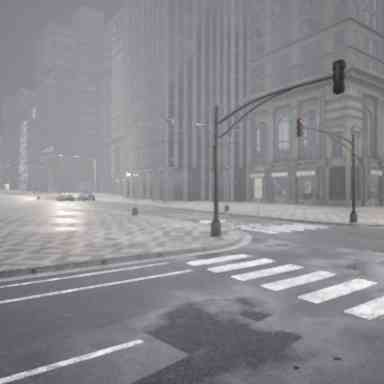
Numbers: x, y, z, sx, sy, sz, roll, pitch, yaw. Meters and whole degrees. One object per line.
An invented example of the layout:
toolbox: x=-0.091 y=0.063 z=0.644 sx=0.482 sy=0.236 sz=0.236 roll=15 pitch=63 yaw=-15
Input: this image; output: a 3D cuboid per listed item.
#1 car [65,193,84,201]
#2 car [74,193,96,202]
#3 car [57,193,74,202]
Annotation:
car: x=-21.050 y=0.815 z=59.412 sx=1.895 sy=1.301 sz=4.718 roll=0 pitch=1 yaw=-35
car: x=-17.040 y=0.831 z=53.824 sx=1.812 sy=1.442 sz=4.674 roll=0 pitch=1 yaw=-35
car: x=-20.098 y=0.845 z=52.895 sx=1.994 sy=1.385 sz=4.181 roll=0 pitch=1 yaw=-35
